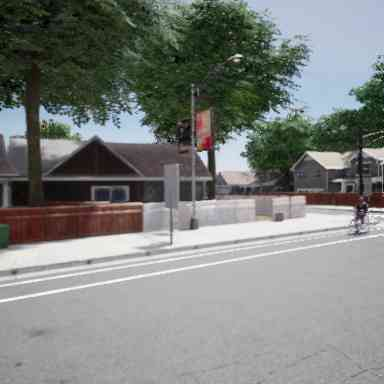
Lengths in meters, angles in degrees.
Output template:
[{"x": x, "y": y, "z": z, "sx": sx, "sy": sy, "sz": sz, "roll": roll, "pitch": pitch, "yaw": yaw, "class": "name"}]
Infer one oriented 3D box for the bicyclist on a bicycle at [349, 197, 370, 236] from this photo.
[{"x": 7.810, "y": 1.131, "z": 15.525, "sx": 1.843, "sy": 1.776, "sz": 0.659, "roll": -1, "pitch": 1, "yaw": -34, "class": "bicyclist on a bicycle"}]
